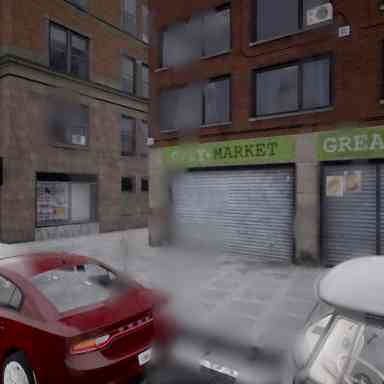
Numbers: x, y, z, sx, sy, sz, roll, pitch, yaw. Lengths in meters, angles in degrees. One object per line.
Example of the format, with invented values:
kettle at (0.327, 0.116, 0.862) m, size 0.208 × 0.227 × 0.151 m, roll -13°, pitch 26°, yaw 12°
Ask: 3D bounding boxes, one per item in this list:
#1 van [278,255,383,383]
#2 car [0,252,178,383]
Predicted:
van at (2.328, 1.341, 1.417) m, size 3.998 × 1.788 × 1.690 m, roll 0°, pitch 0°, yaw 35°
car at (-2.282, 1.544, 4.701) m, size 4.507 × 1.381 × 1.887 m, roll 0°, pitch 0°, yaw 35°
